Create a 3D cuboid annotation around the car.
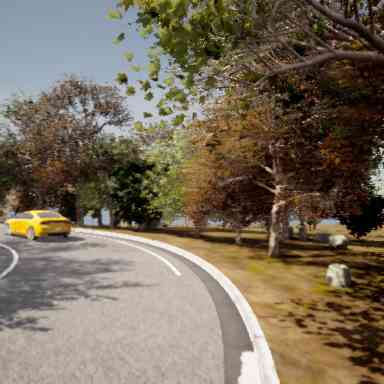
[{"bbox_3d":[-8.796,1.789,18.813,5.008,1.535,1.882,-1,-2,40],"label":"car"}]
